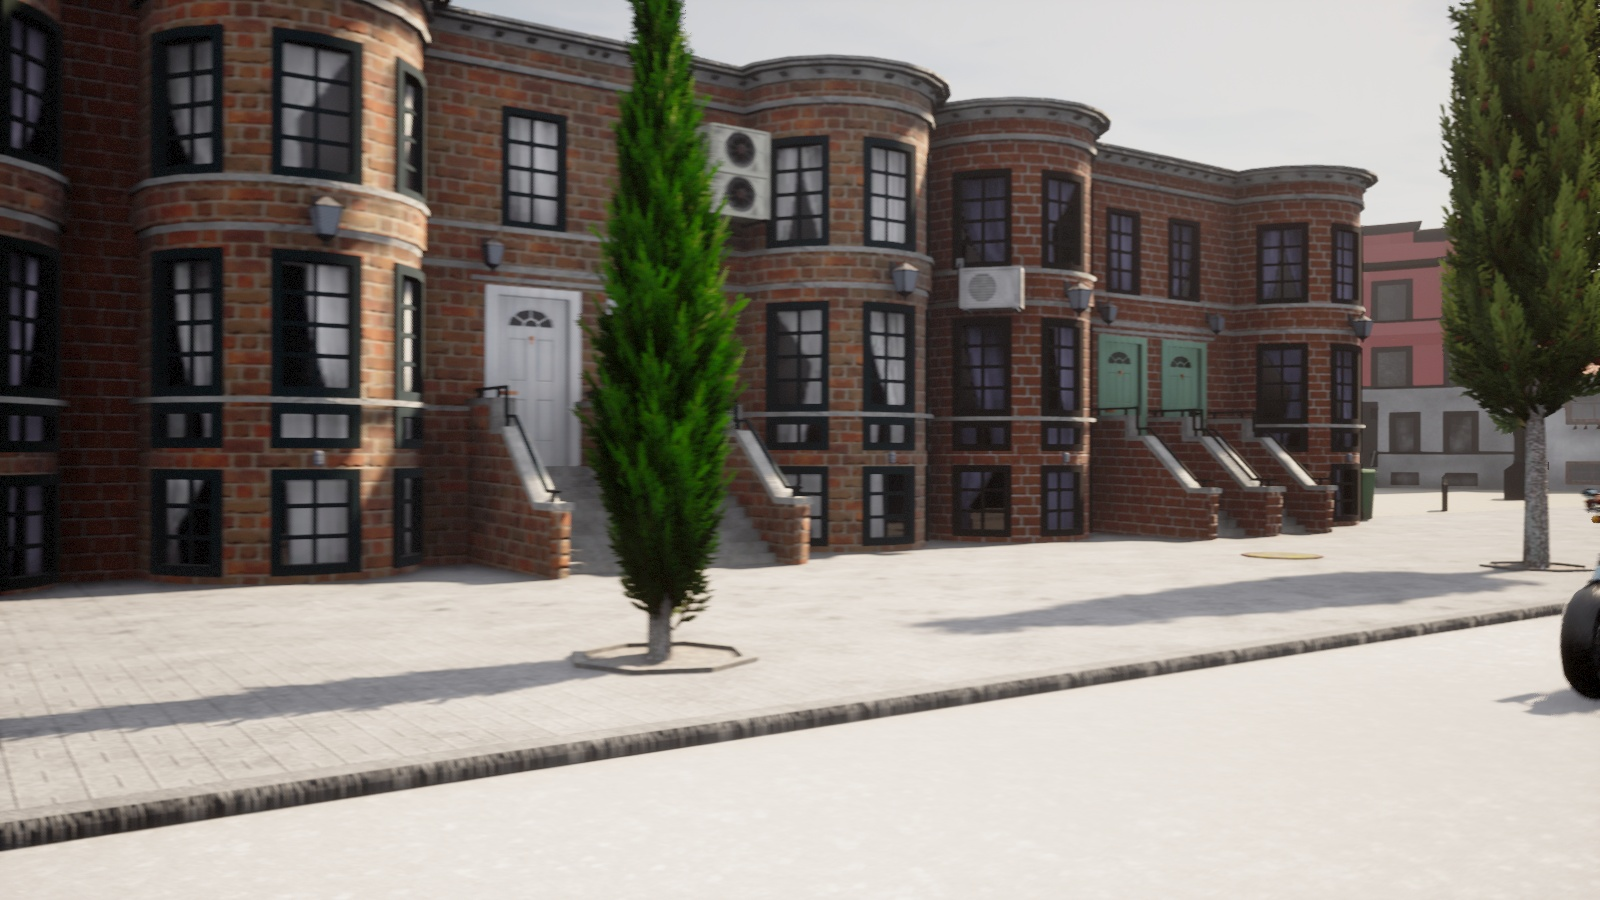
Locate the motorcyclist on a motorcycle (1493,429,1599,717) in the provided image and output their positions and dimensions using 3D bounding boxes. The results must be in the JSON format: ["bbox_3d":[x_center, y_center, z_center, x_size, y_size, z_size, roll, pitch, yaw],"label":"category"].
[{"bbox_3d":[5.434,0.703,8.051,2.350,1.649,0.766,0,0,-35],"label":"motorcyclist on a motorcycle"}]
